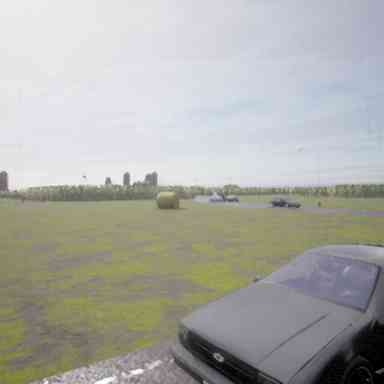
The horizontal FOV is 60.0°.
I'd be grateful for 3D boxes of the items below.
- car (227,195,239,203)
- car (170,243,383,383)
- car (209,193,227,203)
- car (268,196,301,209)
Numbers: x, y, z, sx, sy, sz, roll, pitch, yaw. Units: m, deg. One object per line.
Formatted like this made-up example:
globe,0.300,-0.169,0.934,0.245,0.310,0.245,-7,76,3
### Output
car,7.401,1.300,62.862,1.812,1.442,4.674,-1,0,-12
car,2.365,1.515,4.750,5.357,1.411,2.033,0,0,-35
car,4.556,1.341,62.749,1.812,1.442,4.674,-1,0,-12
car,11.560,1.336,41.717,1.837,1.490,4.892,-1,1,-24
